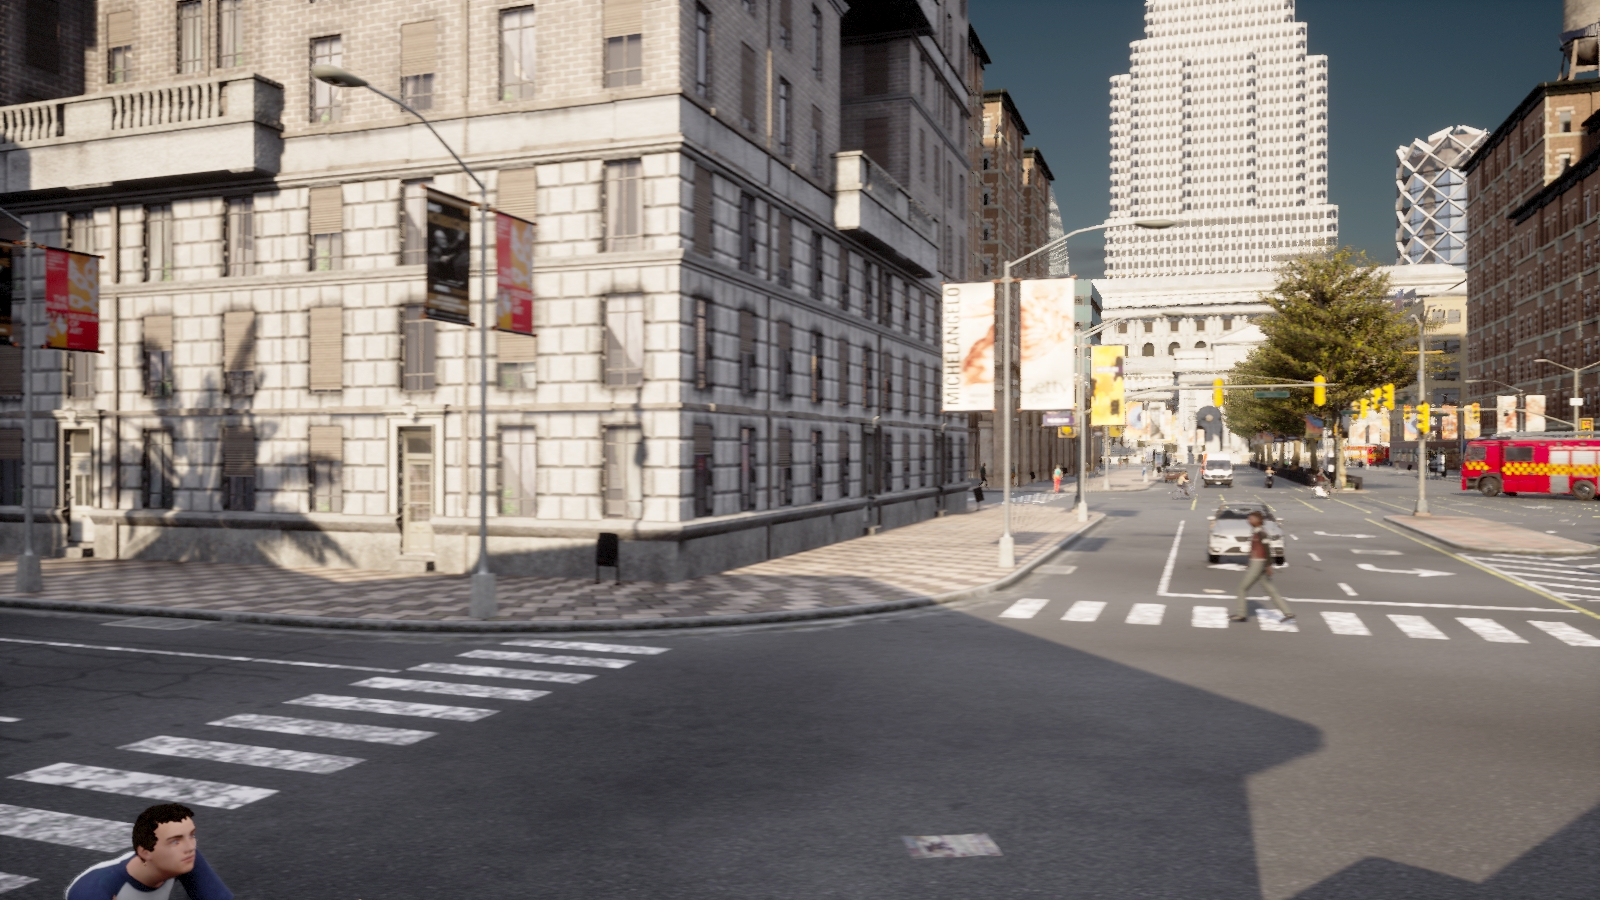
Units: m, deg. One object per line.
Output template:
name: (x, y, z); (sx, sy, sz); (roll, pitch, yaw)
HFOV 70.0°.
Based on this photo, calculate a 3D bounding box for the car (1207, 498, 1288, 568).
car: (11.422, 2.065, 29.361); (1.816, 1.474, 4.193); (0, 0, 19)

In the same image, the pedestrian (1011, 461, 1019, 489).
pedestrian: (14.370, 1.695, 76.461); (0.375, 1.860, 0.375); (0, 0, 39)

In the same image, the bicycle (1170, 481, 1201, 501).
bicycle: (21.452, 2.255, 63.641); (1.487, 1.080, 0.859); (0, 0, 4)

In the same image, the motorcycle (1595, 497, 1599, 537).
motorcycle: (25.998, 2.169, 36.146); (0.764, 1.277, 2.356); (0, 0, 19)

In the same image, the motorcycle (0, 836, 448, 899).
motorcycle: (-2.378, 2.213, 4.142); (2.033, 1.145, 0.803); (0, 0, 20)

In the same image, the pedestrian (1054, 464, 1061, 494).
pedestrian: (16.412, 1.847, 72.804); (0.375, 1.860, 0.375); (0, 0, 11)

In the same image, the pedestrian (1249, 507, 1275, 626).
pedestrian: (7.402, 1.848, 18.316); (0.375, 1.860, 0.375); (0, 0, 19)

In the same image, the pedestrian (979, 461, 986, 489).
pedestrian: (12.328, 1.695, 76.990); (0.375, 1.860, 0.375); (0, 0, 26)

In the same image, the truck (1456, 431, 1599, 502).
truck: (42.908, 0.889, 65.850); (2.891, 3.827, 8.468); (-1, 0, -33)
